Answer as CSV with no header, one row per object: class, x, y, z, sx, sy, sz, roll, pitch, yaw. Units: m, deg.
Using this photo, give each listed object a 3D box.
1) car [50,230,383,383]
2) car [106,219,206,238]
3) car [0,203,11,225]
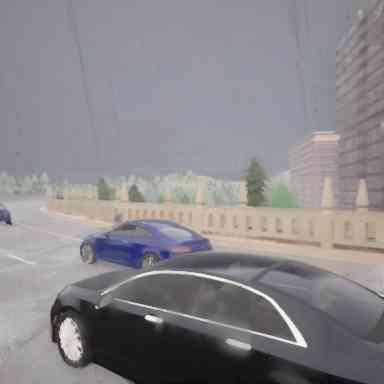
car,0.173,1.512,4.068,4.892,1.490,1.837,0,0,37
car,-1.449,1.531,9.890,4.674,1.442,1.812,0,0,40
car,-13.761,1.480,22.937,1.812,1.442,4.674,0,0,-38
